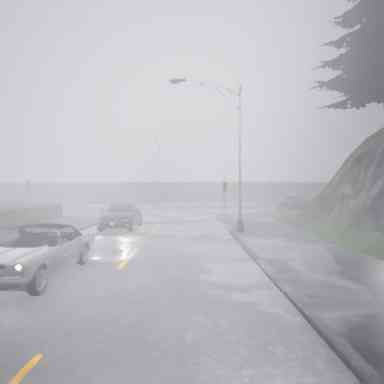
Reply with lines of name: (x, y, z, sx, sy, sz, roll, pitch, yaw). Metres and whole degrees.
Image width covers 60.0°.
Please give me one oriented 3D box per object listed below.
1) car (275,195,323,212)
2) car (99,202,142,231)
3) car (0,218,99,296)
car: (10.857, 1.108, 33.766, 4.553, 1.767, 2.097, 0, 0, -2)
car: (-4.068, 1.368, 19.360, 1.837, 1.490, 4.892, 0, 0, 0)
car: (-4.100, 1.540, 8.628, 1.895, 1.301, 4.718, 0, 0, 0)
